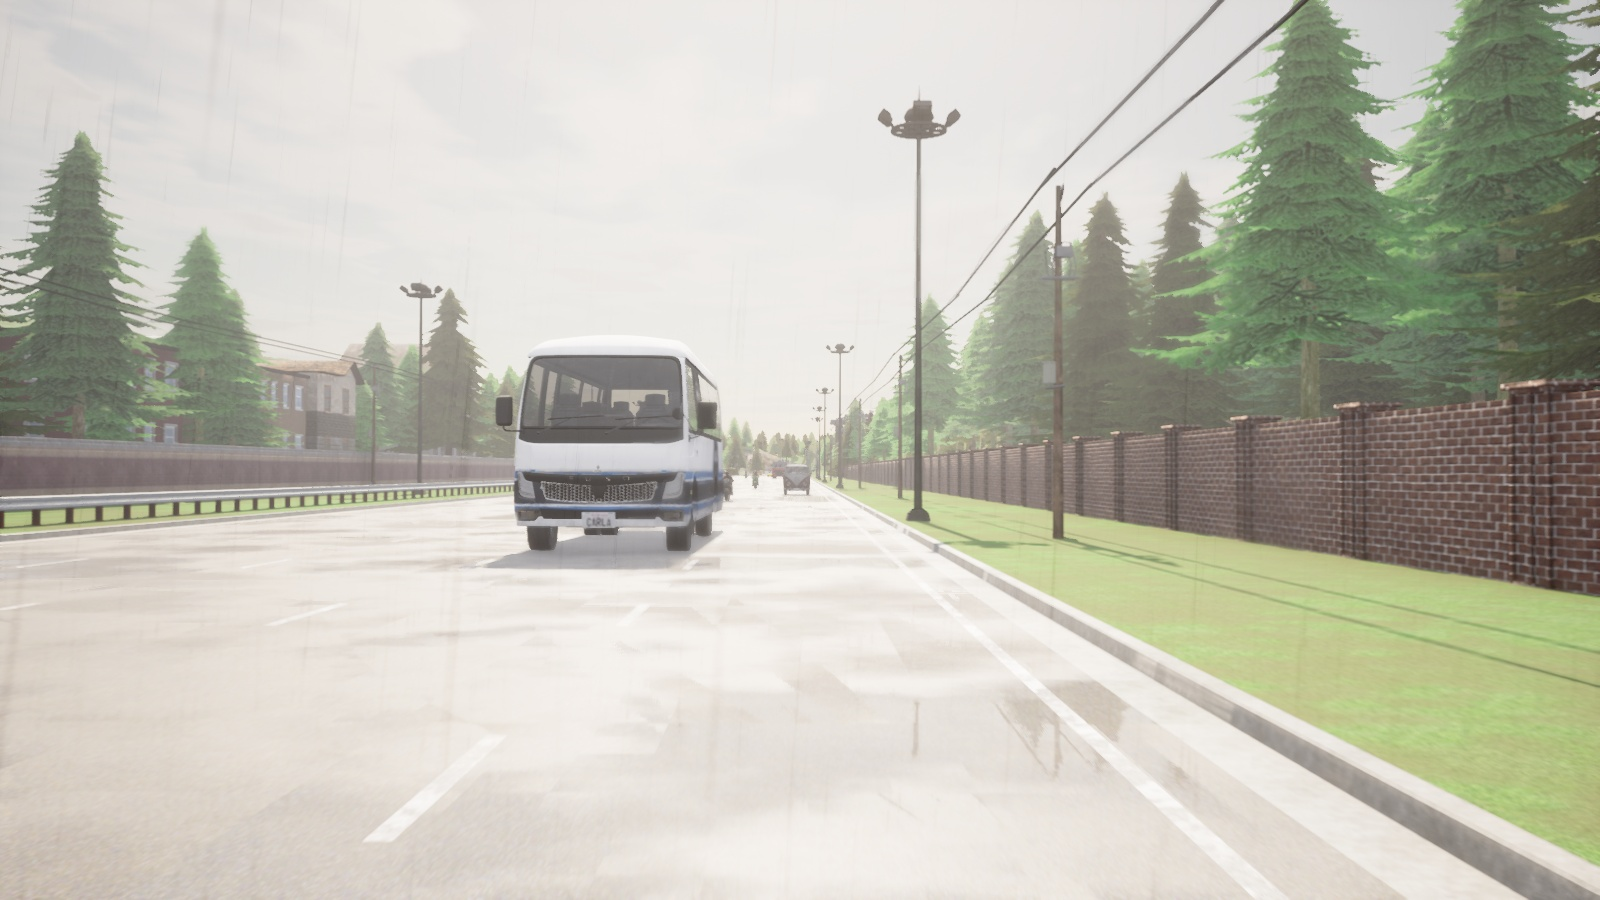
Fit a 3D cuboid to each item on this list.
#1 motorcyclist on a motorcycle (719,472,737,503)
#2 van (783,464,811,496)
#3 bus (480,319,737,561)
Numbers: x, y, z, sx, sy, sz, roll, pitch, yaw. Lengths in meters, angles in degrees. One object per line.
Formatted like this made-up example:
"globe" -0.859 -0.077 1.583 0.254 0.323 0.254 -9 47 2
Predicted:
"motorcyclist on a motorcycle" -3.653 1.874 63.490 0.797 1.523 2.044 0 -1 0
"van" -0.197 1.937 81.744 1.775 1.987 4.442 0 -1 0
"bus" -3.620 -0.092 27.203 3.944 4.253 10.273 0 -1 0
